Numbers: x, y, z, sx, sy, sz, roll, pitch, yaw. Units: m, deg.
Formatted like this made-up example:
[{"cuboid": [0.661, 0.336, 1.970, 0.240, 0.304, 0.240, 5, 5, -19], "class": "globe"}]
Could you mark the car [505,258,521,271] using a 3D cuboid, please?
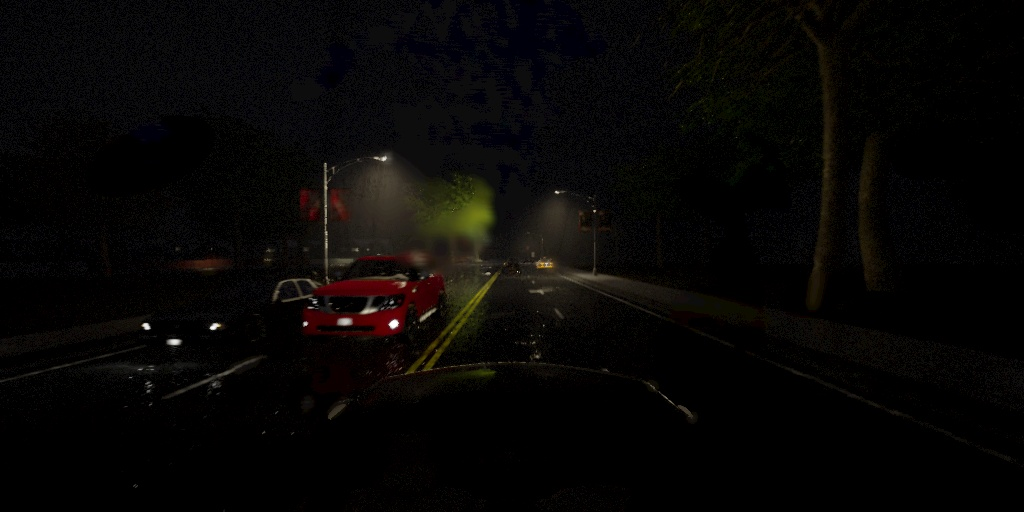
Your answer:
[{"cuboid": [0.092, 1.215, 46.772, 1.837, 1.490, 4.892, 0, 0, 0], "class": "car"}]

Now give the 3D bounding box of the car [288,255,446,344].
[{"cuboid": [-3.296, 0.969, 9.899, 2.150, 2.045, 5.566, 0, 0, 1], "class": "car"}]

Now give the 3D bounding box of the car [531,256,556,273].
[{"cuboid": [3.243, 0.811, 35.969, 1.801, 1.575, 5.366, 0, 0, 0], "class": "car"}]

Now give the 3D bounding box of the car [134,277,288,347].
[{"cuboid": [-6.549, 1.293, 9.639, 2.033, 1.411, 5.357, 0, 0, 1], "class": "car"}]
